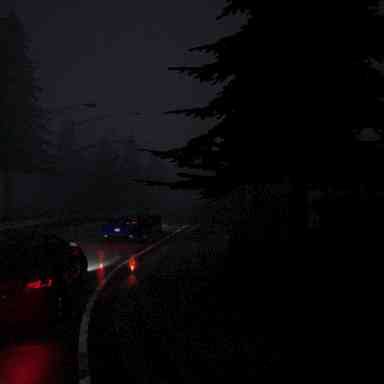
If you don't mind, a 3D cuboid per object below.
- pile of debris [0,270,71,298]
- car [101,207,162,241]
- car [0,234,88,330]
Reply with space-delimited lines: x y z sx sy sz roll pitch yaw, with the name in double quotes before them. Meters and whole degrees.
"pile of debris" -3.956 2.185 8.018 1.500 0.140 1.860 0 0 -4
"car" -2.879 1.496 16.856 1.882 1.535 5.008 0 0 8
"car" -3.470 1.568 6.968 1.994 1.385 4.181 0 0 -11
